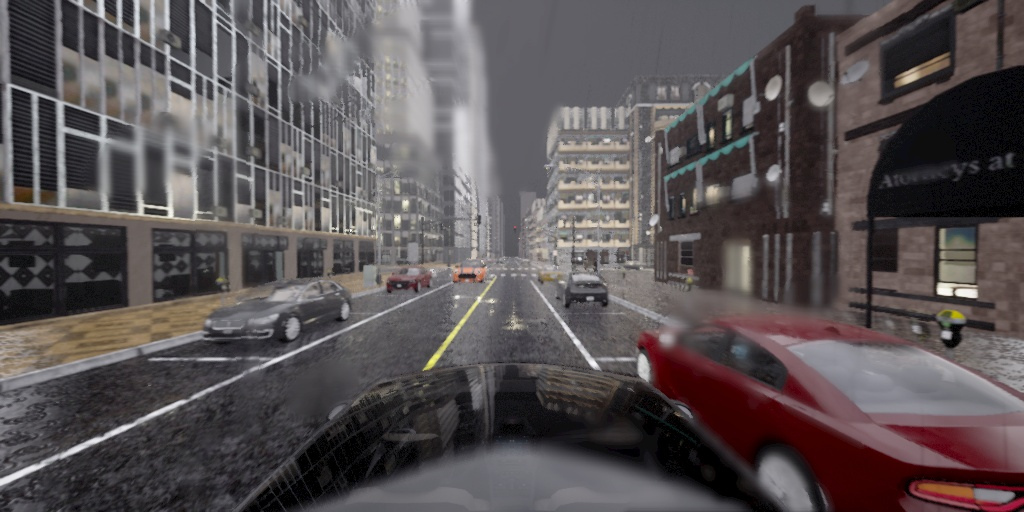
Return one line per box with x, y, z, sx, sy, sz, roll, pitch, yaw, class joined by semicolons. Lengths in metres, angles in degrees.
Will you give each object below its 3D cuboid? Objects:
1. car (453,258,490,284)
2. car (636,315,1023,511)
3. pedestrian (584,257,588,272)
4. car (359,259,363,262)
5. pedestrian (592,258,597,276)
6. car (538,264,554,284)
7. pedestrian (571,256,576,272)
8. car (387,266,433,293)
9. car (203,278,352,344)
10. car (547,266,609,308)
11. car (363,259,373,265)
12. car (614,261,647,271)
-3.057;1.089;26.762;2.097;1.767;4.553;0;0;0;car
2.758;1.294;3.797;1.888;1.381;4.507;0;0;0;car
7.135;1.043;34.697;0.375;1.860;0.375;-1;1;0;pedestrian
-20.280;1.191;41.681;4.403;1.370;2.007;0;0;1;car
8.141;1.072;35.298;0.375;1.860;0.375;-1;1;0;pedestrian
2.823;1.264;26.544;1.751;1.417;4.829;0;0;0;car
6.141;0.886;35.895;0.375;1.860;0.375;-1;1;0;pedestrian
-5.818;1.286;20.789;1.888;1.381;4.507;0;0;0;car
-5.793;1.297;9.500;2.007;1.370;4.403;0;0;0;car
2.821;1.294;15.086;2.007;1.370;4.403;0;0;0;car
-21.659;1.015;50.015;4.829;1.417;1.751;0;0;1;car
16.316;1.360;49.511;4.403;1.370;2.007;0;0;1;car
